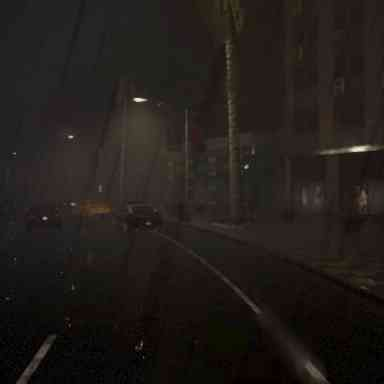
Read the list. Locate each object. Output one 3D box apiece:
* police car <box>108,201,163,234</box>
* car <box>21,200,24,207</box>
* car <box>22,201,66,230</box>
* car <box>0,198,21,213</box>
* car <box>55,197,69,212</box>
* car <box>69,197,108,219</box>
[{"bbox_3d":[-3.183,1.347,18.946,1.930,1.638,5.238,0,0,-23],"label":"police car"},{"bbox_3d":[-24.050,1.480,45.016,1.994,1.385,4.181,-1,0,-42],"label":"car"},{"bbox_3d":[-9.495,1.513,21.106,1.994,1.385,4.181,0,0,-28],"label":"car"},{"bbox_3d":[-19.564,1.468,34.437,1.812,1.442,4.674,-1,0,-41],"label":"car"},{"bbox_3d":[-12.963,1.256,33.857,2.097,1.767,4.553,-1,0,-42],"label":"car"},{"bbox_3d":[-8.740,1.383,28.715,1.882,1.535,5.008,-1,0,-36],"label":"car"}]
